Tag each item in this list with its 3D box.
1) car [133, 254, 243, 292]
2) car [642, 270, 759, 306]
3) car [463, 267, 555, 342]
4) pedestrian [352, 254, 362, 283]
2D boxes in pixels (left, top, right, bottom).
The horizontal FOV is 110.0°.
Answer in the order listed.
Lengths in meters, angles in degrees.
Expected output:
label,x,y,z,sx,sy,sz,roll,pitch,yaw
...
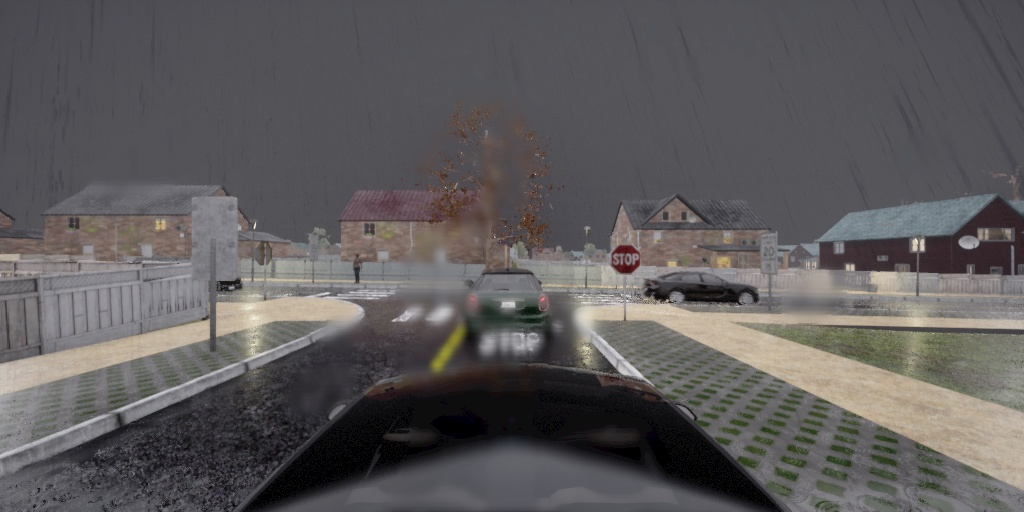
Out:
label,x,y,z,sx,sy,sz,roll,pitch,yaw
car,-15.116,0.835,16.488,4.553,1.767,2.097,1,0,0
car,8.632,1.454,16.572,5.008,1.535,1.882,1,0,0
car,-0.197,1.102,9.995,2.097,1.767,4.553,0,0,-4
pedestrian,-9.649,0.770,22.369,0.375,1.860,0.375,0,-2,0
